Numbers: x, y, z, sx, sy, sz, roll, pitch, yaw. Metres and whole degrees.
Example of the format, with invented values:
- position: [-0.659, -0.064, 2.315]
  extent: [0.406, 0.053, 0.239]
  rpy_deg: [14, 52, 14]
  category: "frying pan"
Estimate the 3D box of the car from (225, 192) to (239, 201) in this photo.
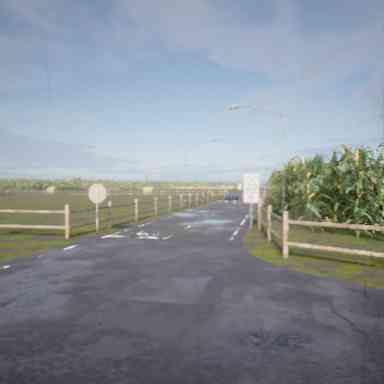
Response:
- position: [6.548, 0.639, 53.891]
  extent: [1.994, 1.385, 4.181]
  rpy_deg: [1, 1, 13]
  category: "car"
